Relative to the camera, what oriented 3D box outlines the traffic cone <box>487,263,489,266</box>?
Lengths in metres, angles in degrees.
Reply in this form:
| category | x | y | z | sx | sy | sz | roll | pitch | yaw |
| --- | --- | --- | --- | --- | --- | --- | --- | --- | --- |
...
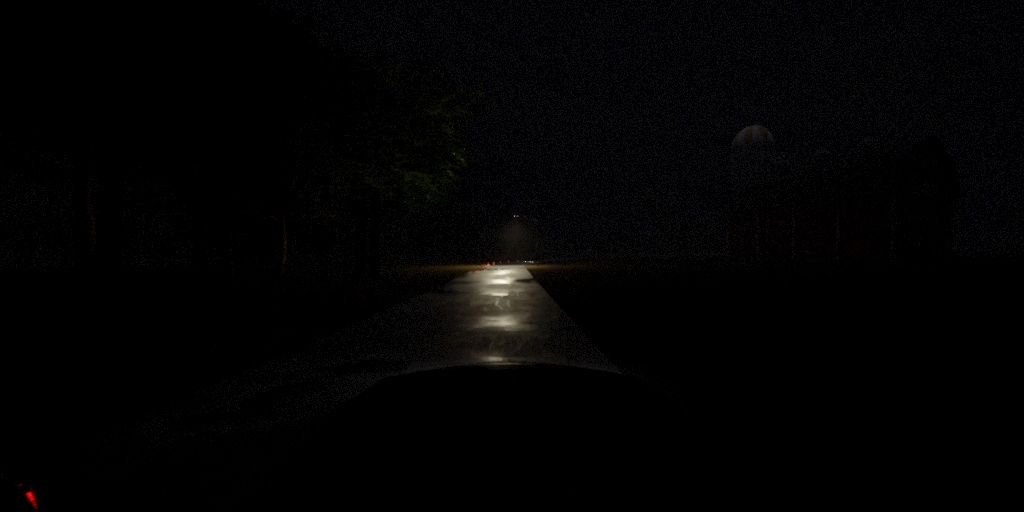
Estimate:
| category | x | y | z | sx | sy | sz | roll | pitch | yaw |
| --- | --- | --- | --- | --- | --- | --- | --- | --- | --- |
| traffic cone | -3.863 | 1.325 | 51.158 | 0.340 | 0.580 | 0.340 | 0 | 0 | 0 |

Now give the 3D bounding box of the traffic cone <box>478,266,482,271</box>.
| category | x | y | z | sx | sy | sz | roll | pitch | yaw |
| --- | --- | --- | --- | --- | --- | --- | --- | --- | --- |
| traffic cone | -3.861 | 1.447 | 41.159 | 0.340 | 0.580 | 0.340 | 0 | 0 | 0 |

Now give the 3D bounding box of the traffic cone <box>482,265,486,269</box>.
| category | x | y | z | sx | sy | sz | roll | pitch | yaw |
| --- | --- | --- | --- | --- | --- | --- | --- | --- | --- |
| traffic cone | -3.862 | 1.386 | 46.158 | 0.340 | 0.580 | 0.340 | 0 | 0 | 0 |

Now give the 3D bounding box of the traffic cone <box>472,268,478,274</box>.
| category | x | y | z | sx | sy | sz | roll | pitch | yaw |
| --- | --- | --- | --- | --- | --- | --- | --- | --- | --- |
| traffic cone | -3.859 | 1.508 | 36.159 | 0.340 | 0.580 | 0.340 | 0 | 0 | 0 |
